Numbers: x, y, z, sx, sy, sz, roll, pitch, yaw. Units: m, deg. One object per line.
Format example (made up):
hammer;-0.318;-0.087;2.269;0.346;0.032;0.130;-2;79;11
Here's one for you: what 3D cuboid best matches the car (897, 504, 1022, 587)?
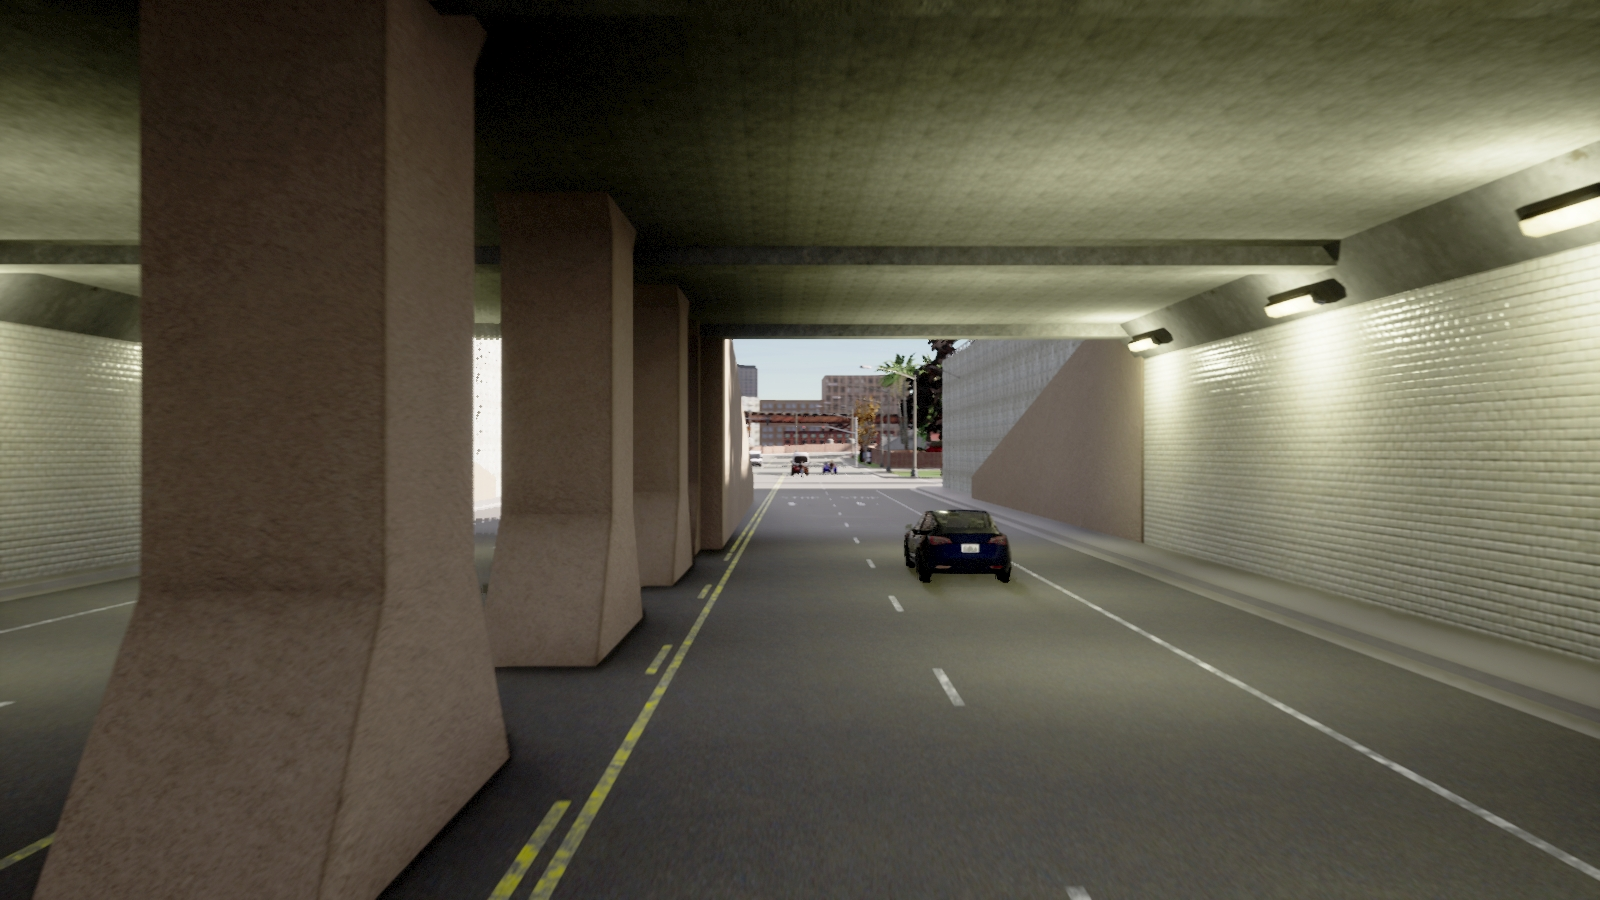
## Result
car;3.463;2.063;25.750;2.163;1.488;4.792;0;0;0
